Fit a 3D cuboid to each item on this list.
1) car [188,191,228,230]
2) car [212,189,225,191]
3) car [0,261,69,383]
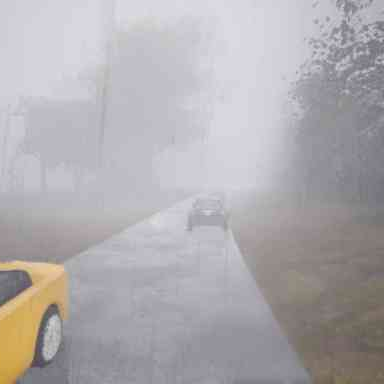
[{"bbox_3d":[0.965,1.050,19.060,2.097,1.767,4.553,0,2,4],"label":"car"},{"bbox_3d":[2.898,0.424,36.627,2.128,1.511,4.902,1,3,8],"label":"car"},{"bbox_3d":[-2.762,1.456,2.882,1.882,1.535,5.008,0,0,1],"label":"car"}]
